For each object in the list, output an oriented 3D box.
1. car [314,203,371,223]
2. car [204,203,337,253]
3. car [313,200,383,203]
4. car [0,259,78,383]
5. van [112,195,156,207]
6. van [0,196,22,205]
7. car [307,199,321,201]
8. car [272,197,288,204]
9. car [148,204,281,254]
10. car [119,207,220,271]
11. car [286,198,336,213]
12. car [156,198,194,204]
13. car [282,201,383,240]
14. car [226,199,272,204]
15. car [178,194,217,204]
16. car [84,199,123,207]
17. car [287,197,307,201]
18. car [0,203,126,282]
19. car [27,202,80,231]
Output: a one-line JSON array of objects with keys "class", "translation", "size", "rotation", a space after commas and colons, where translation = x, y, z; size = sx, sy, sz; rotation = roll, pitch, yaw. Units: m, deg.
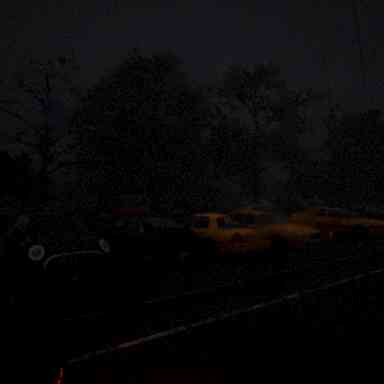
[{"class": "car", "translation": [11.760, 1.591, 25.866], "size": [4.718, 1.301, 1.895], "rotation": [0, 0, -35]}, {"class": "car", "translation": [2.926, 1.445, 13.947], "size": [1.946, 1.575, 5.366], "rotation": [0, 0, -35]}, {"class": "car", "translation": [9.712, 1.463, 18.985], "size": [2.231, 1.521, 4.892], "rotation": [0, 0, -35]}, {"class": "car", "translation": [-3.071, 1.514, 1.496], "size": [4.892, 1.490, 1.837], "rotation": [0, 0, -35]}, {"class": "van", "translation": [-4.771, 1.219, 24.893], "size": [1.878, 1.987, 4.442], "rotation": [0, 0, -35]}, {"class": "van", "translation": [-11.304, 1.239, 19.993], "size": [1.878, 1.987, 4.442], "rotation": [0, 0, -36]}, {"class": "car", "translation": [11.104, 1.353, 36.025], "size": [2.185, 1.767, 4.553], "rotation": [0, 0, -35]}, {"class": "car", "translation": [6.703, 1.508, 32.868], "size": [2.002, 1.452, 4.674], "rotation": [0, 0, -35]}, {"class": "car", "translation": [0.547, 1.446, 12.717], "size": [1.946, 1.575, 5.366], "rotation": [0, 0, -35]}, {"class": "car", "translation": [-1.601, 1.457, 10.962], "size": [2.231, 1.521, 4.892], "rotation": [0, 0, -35]}, {"class": "car", "translation": [13.387, 1.483, 37.597], "size": [2.097, 1.535, 5.008], "rotation": [0, 0, -35]}, {"class": "car", "translation": [-2.325, 1.477, 26.447], "size": [2.163, 1.488, 4.792], "rotation": [0, 0, -35]}, {"class": "car", "translation": [7.557, 1.453, 17.224], "size": [1.946, 1.575, 5.366], "rotation": [0, 0, -35]}, {"class": "car", "translation": [4.547, 1.460, 31.119], "size": [1.946, 1.575, 5.366], "rotation": [0, 0, -35]}, {"class": "car", "translation": [-0.097, 1.202, 28.093], "size": [2.435, 2.045, 5.566], "rotation": [0, 0, -35]}, {"class": "car", "translation": [-6.982, 1.475, 23.220], "size": [2.163, 1.488, 4.792], "rotation": [0, 0, -35]}, {"class": "car", "translation": [8.979, 1.503, 34.447], "size": [2.163, 1.488, 4.792], "rotation": [0, 0, -35]}, {"class": "car", "translation": [-3.892, 1.343, 9.386], "size": [2.185, 1.767, 4.553], "rotation": [0, 0, -35]}, {"class": "car", "translation": [-9.137, 1.482, 21.696], "size": [2.163, 1.488, 4.792], "rotation": [0, 0, -35]}]
